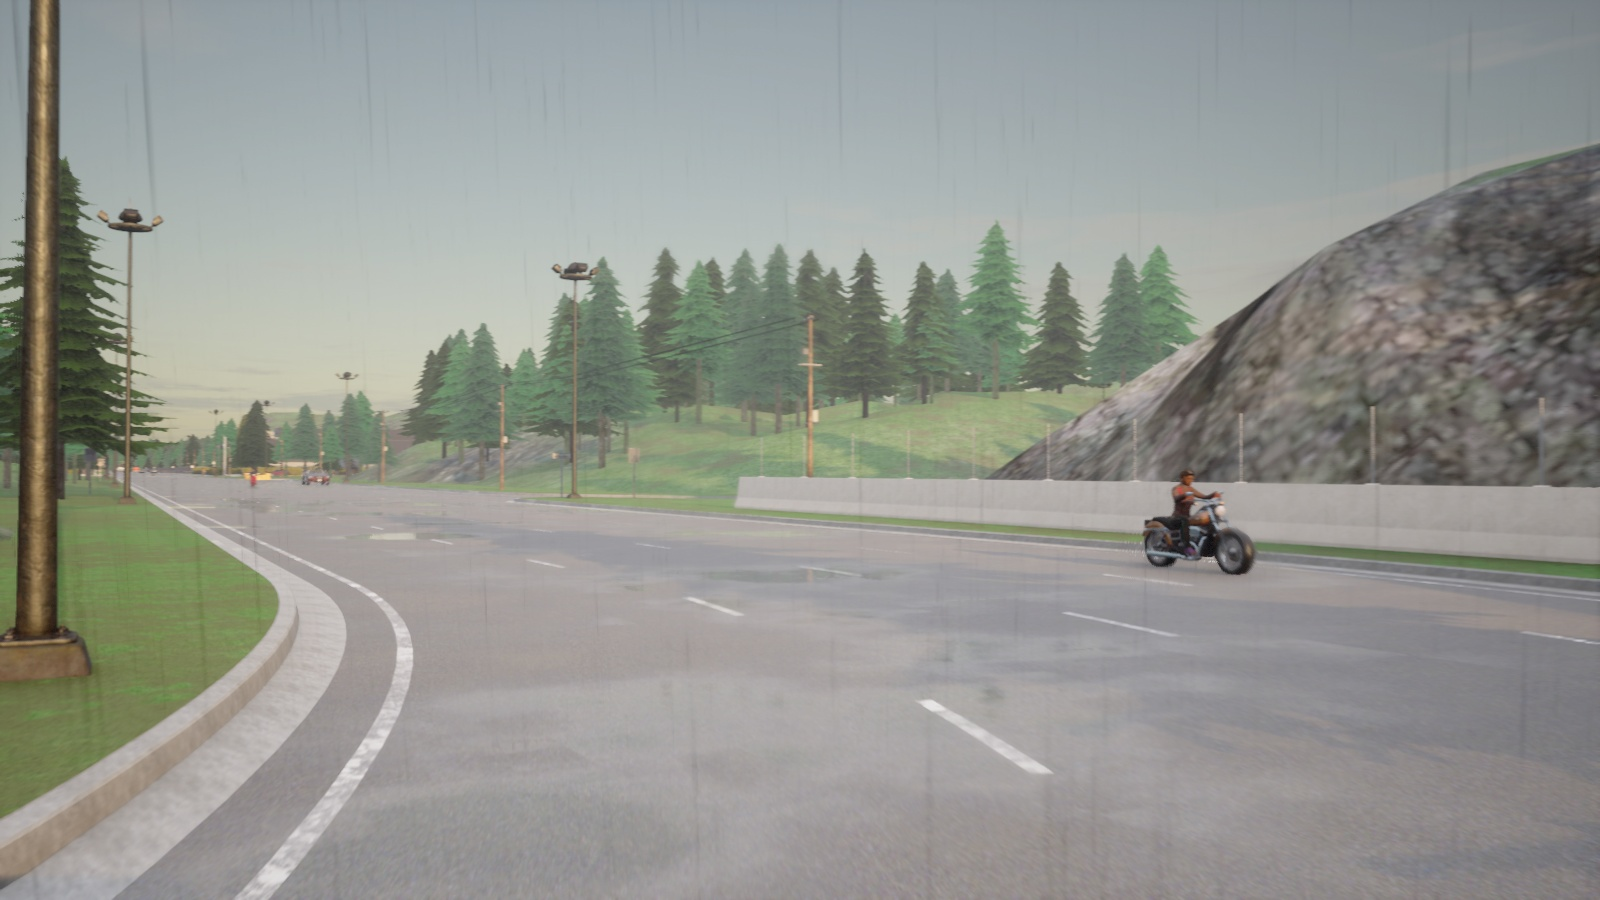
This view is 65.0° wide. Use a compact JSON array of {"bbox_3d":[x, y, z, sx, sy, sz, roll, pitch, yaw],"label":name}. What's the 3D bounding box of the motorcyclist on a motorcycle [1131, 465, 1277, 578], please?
[{"bbox_3d":[6.282,1.063,19.697,0.766,1.649,2.350,-1,-1,-25],"label":"motorcyclist on a motorcycle"}]
